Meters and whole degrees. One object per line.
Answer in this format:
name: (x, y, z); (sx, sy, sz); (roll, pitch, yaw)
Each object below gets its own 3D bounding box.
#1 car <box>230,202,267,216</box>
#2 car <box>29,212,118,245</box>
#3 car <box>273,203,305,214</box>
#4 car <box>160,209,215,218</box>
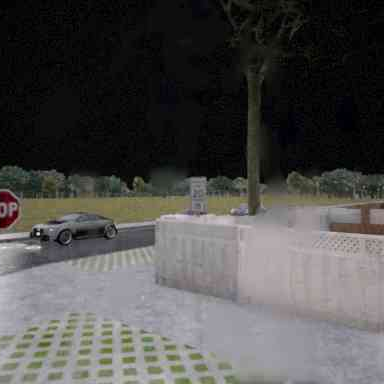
car: (5.565, 1.786, 32.563); (2.097, 1.767, 4.553); (0, -1, 35)
car: (-5.738, 1.722, 16.538); (1.994, 1.385, 4.181); (0, -1, 35)
car: (10.335, 2.067, 34.232); (1.994, 1.385, 4.181); (0, -1, 35)
car: (-0.256, 1.893, 24.325); (1.895, 1.301, 4.718); (0, -1, 35)
